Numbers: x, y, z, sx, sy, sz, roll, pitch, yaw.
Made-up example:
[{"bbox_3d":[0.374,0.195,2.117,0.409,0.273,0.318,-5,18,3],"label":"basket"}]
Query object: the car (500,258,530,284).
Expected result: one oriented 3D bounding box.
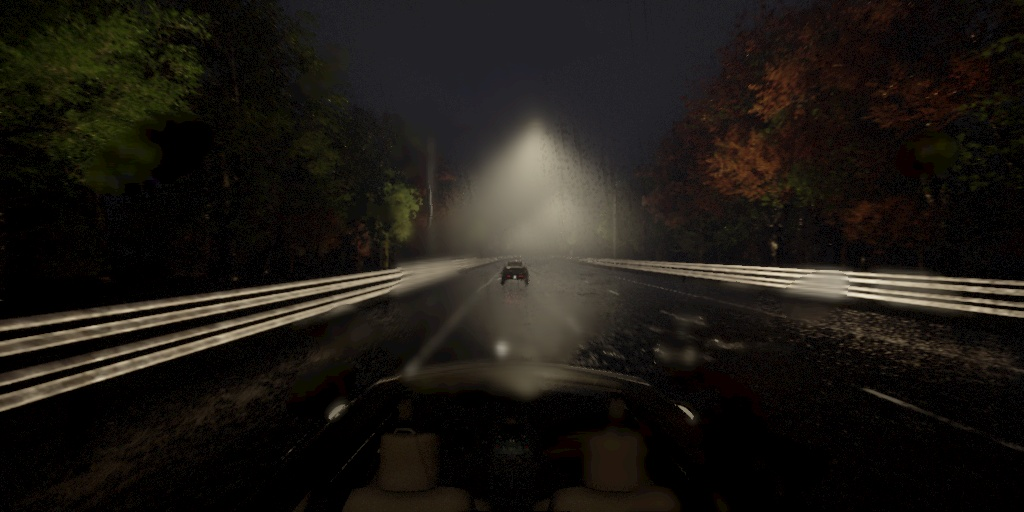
[{"bbox_3d":[0.219,1.115,25.647,1.837,1.490,4.892,0,0,1],"label":"car"}]
